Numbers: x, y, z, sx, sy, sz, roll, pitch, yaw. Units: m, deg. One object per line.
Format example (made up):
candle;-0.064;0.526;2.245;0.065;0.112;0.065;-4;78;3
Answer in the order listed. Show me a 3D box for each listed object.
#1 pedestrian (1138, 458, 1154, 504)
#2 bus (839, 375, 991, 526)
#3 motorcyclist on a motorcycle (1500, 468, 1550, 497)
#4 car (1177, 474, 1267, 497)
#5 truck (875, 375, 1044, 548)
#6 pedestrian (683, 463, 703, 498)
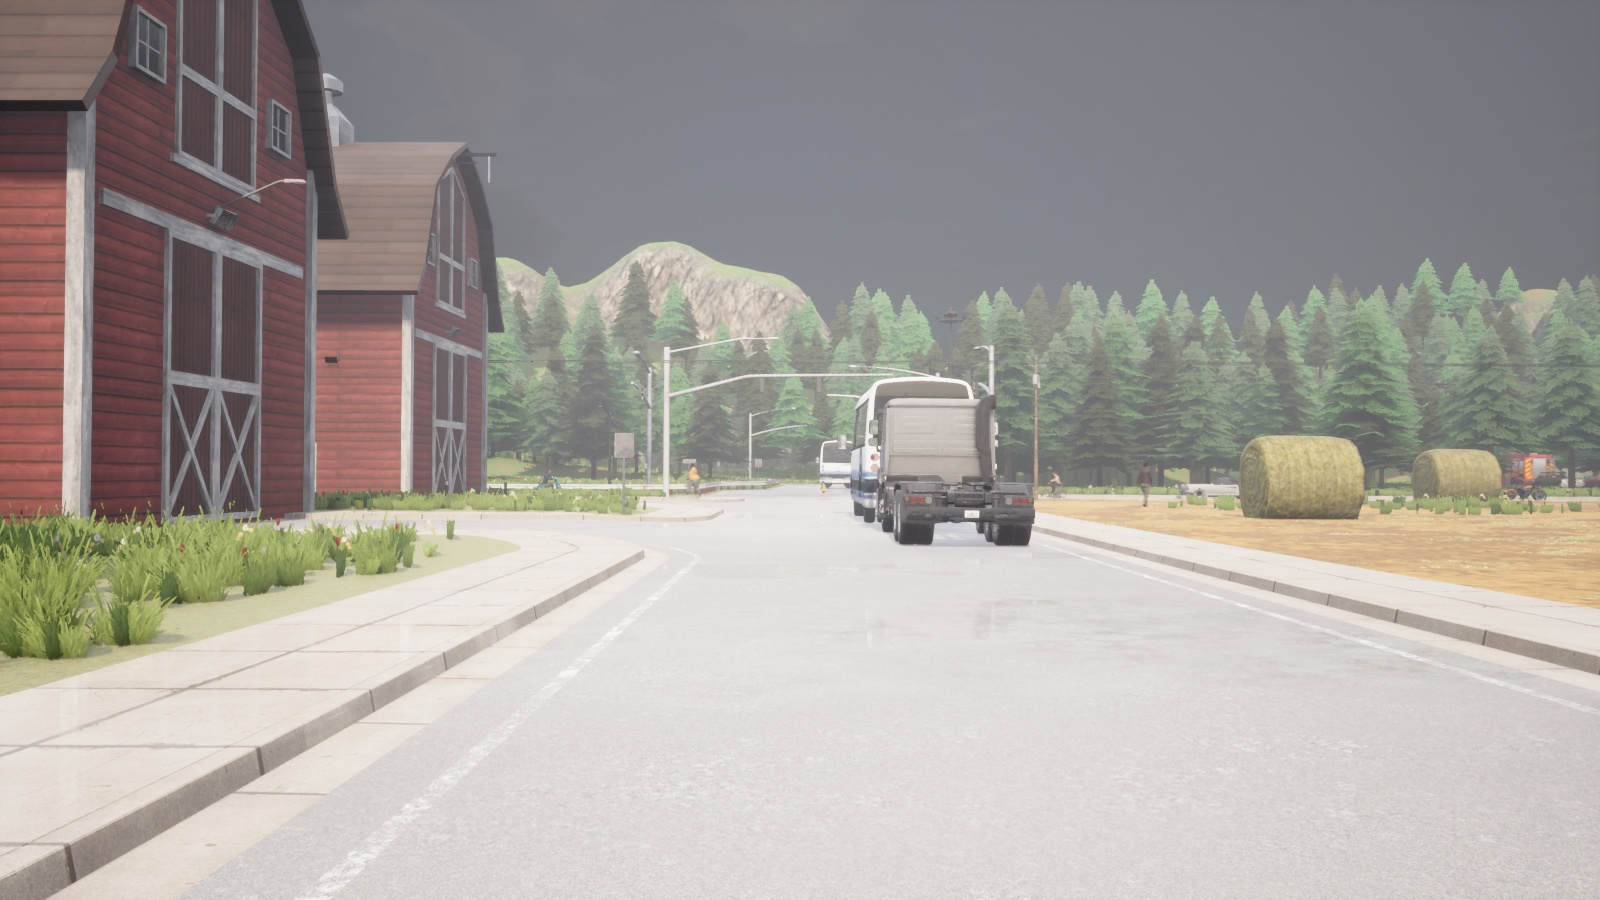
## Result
pedestrian;14.015;1.262;50.849;0.431;1.840;0.703;-1;-1;30
bus;3.420;0.106;40.695;3.944;4.253;10.273;0;-1;0
motorcyclist on a motorcycle;40.897;1.814;70.807;2.350;1.649;0.766;0;-1;1
car;25.029;2.091;74.561;4.718;1.301;1.895;0;-1;1
truck;3.448;0.292;29.228;2.891;3.462;7.936;0;-1;0
pedestrian;-5.712;1.620;67.077;0.900;1.855;0.874;0;-1;4
